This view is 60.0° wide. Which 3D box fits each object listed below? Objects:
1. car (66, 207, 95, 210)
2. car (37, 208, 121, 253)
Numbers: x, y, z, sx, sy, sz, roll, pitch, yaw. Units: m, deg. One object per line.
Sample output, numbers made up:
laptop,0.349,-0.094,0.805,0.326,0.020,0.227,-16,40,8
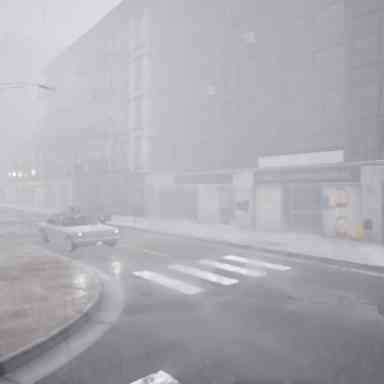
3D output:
car,-7.376,1.580,21.342,1.895,1.301,4.718,0,0,-41
car,-4.863,1.589,13.991,1.895,1.301,4.718,0,0,-41
